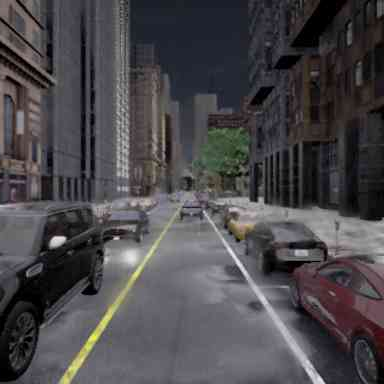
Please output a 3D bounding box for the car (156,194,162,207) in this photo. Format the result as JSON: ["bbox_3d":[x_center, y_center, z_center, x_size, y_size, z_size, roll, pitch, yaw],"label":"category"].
[{"bbox_3d":[-5.919,1.432,48.794,1.967,1.590,4.097,0,0,0],"label":"car"}]

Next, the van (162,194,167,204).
[{"bbox_3d":[-5.956,1.324,59.769,1.690,1.788,3.998,0,0,0],"label":"van"}]

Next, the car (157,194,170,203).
[{"bbox_3d":[-5.992,1.290,70.744,2.192,1.841,5.009,0,0,0],"label":"car"}]

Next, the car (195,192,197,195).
[{"bbox_3d":[2.515,1.272,76.244,2.192,1.841,5.009,0,0,0],"label":"car"}]

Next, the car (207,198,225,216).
[{"bbox_3d":[2.661,1.541,32.351,2.008,1.369,4.403,0,0,0],"label":"car"}]

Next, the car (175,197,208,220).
[{"bbox_3d":[-0.024,1.489,27.812,2.128,1.511,4.902,0,0,0],"label":"car"}]

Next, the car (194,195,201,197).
[{"bbox_3d":[-0.070,1.511,44.080,1.812,1.442,4.674,0,0,0],"label":"car"}]

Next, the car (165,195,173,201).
[{"bbox_3d":[-6.046,1.523,87.209,1.947,1.339,4.313,0,0,0],"label":"car"}]

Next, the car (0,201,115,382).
[{"bbox_3d":[-3.116,1.226,5.802,2.150,2.045,5.566,0,0,0],"label":"car"}]

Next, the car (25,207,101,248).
[{"bbox_3d":[-5.809,1.533,15.697,1.752,1.417,4.829,0,0,0],"label":"car"}]

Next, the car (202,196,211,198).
[{"bbox_3d":[2.625,1.548,43.325,1.947,1.339,4.313,0,0,0],"label":"car"}]

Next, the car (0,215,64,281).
[{"bbox_3d":[-5.791,1.553,10.380,1.887,1.381,4.507,0,0,0],"label":"car"}]

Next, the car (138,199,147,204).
[{"bbox_3d":[-5.864,1.585,32.331,1.802,1.307,4.206,0,0,0],"label":"car"}]

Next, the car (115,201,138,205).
[{"bbox_3d":[-5.846,1.446,26.843,1.967,1.590,4.097,0,0,0],"label":"car"}]

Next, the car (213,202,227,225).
[{"bbox_3d":[2.697,1.545,21.377,2.008,1.369,4.403,0,0,0],"label":"car"}]

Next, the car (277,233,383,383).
[{"bbox_3d":[2.752,1.577,4.917,1.802,1.307,4.206,0,0,0],"label":"car"}]

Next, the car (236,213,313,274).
[{"bbox_3d":[2.734,1.561,10.403,1.947,1.339,4.313,0,0,0],"label":"car"}]

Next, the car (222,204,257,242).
[{"bbox_3d":[2.715,1.520,16.060,1.752,1.417,4.829,0,0,0],"label":"car"}]

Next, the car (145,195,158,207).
[{"bbox_3d":[-5.900,1.521,43.137,1.752,1.417,4.829,0,0,0],"label":"car"}]

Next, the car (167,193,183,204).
[{"bbox_3d":[-3.224,1.473,64.471,1.837,1.490,4.892,0,0,0],"label":"car"}]

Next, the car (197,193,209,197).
[{"bbox_3d":[2.213,1.327,54.075,2.097,1.767,4.553,0,0,0],"label":"car"}]

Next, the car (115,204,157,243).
[{"bbox_3d":[-3.140,1.551,16.465,2.033,1.411,5.357,0,0,0],"label":"car"}]
